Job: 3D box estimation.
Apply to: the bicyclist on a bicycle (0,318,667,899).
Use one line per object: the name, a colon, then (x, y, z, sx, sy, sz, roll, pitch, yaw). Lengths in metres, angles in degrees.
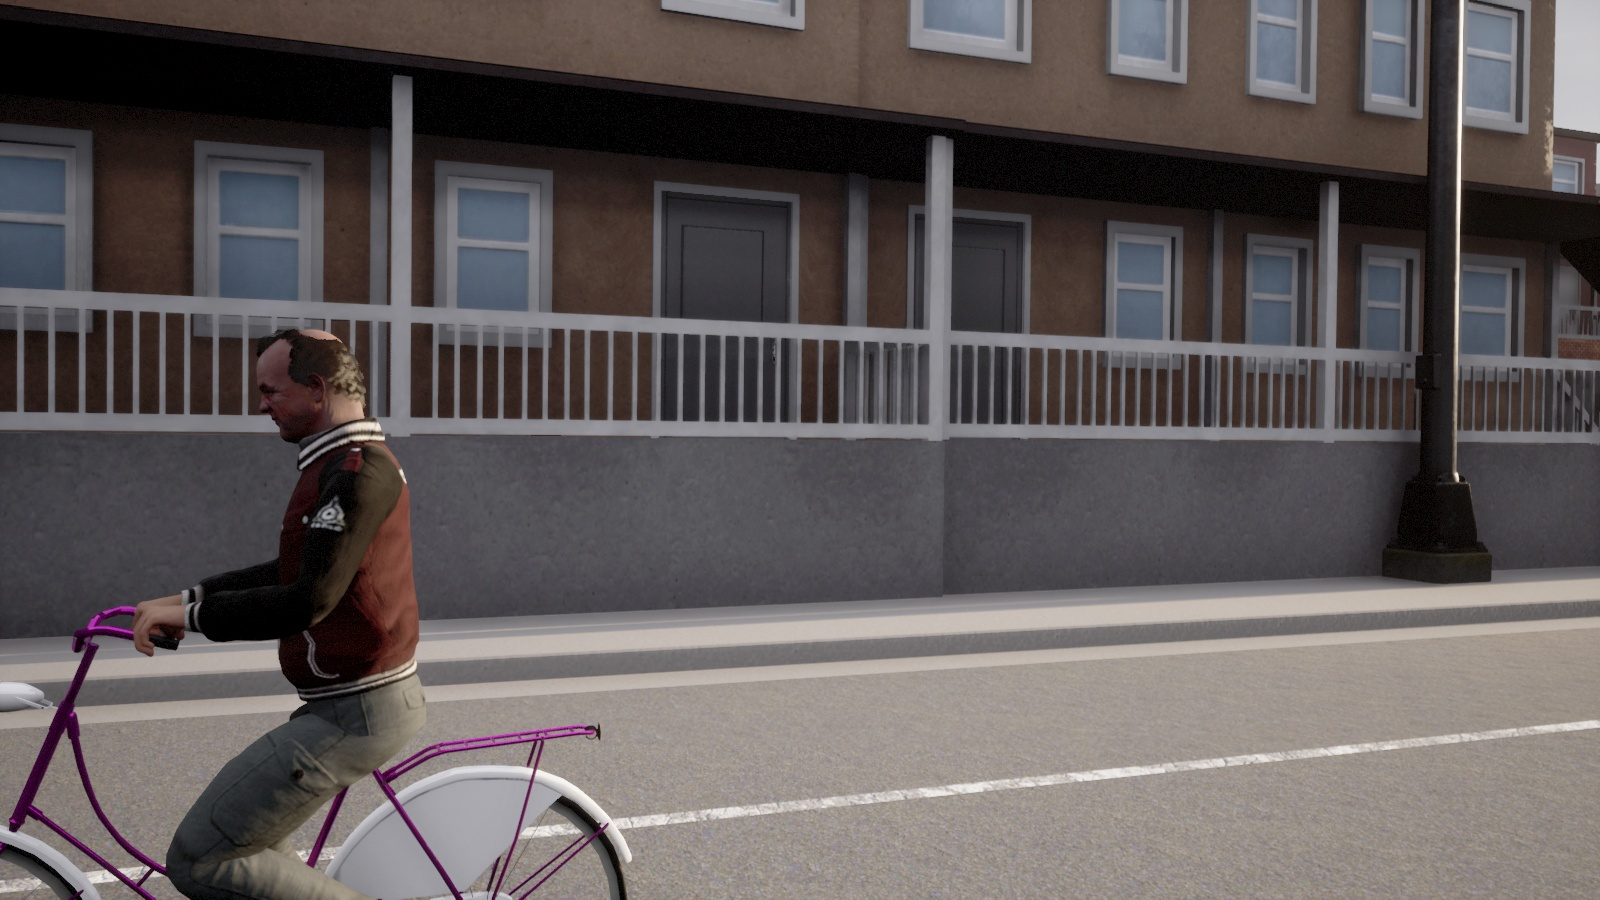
bicyclist on a bicycle: (-1.275, 0.638, 2.753, 1.843, 1.776, 0.659, -1, 1, -21)
